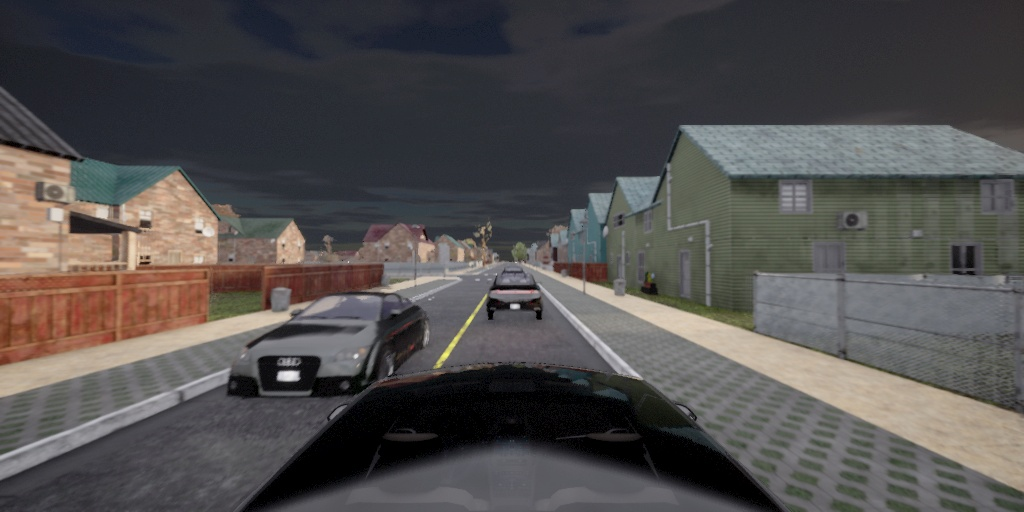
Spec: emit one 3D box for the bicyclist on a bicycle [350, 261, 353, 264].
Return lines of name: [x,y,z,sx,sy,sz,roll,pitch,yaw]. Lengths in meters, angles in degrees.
bicyclist on a bicycle: [-20.206,1.494,45.081,0.582,1.620,1.656,0,-1,0]

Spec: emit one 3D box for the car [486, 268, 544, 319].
car: [0.096,1.345,13.264,2.128,1.511,4.902,0,-1,0]

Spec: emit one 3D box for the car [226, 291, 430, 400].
car: [-2.849,1.359,6.563,1.994,1.385,4.181,0,-1,0]

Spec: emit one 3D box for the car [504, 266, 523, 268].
car: [0.094,1.465,26.094,2.128,1.511,4.902,0,-1,0]
